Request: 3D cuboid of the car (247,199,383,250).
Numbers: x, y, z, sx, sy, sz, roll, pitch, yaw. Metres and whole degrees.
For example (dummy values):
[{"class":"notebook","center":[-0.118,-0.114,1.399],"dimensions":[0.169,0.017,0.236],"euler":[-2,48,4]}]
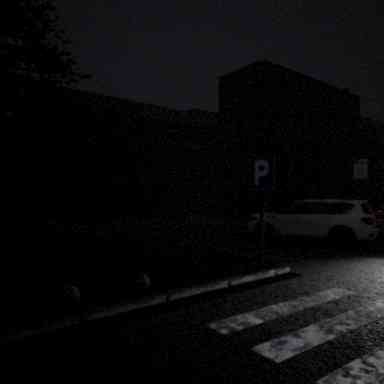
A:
[{"class":"car","center":[5.345,1.328,15.182],"dimensions":[5.566,2.045,2.435],"euler":[0,-1,33]}]
